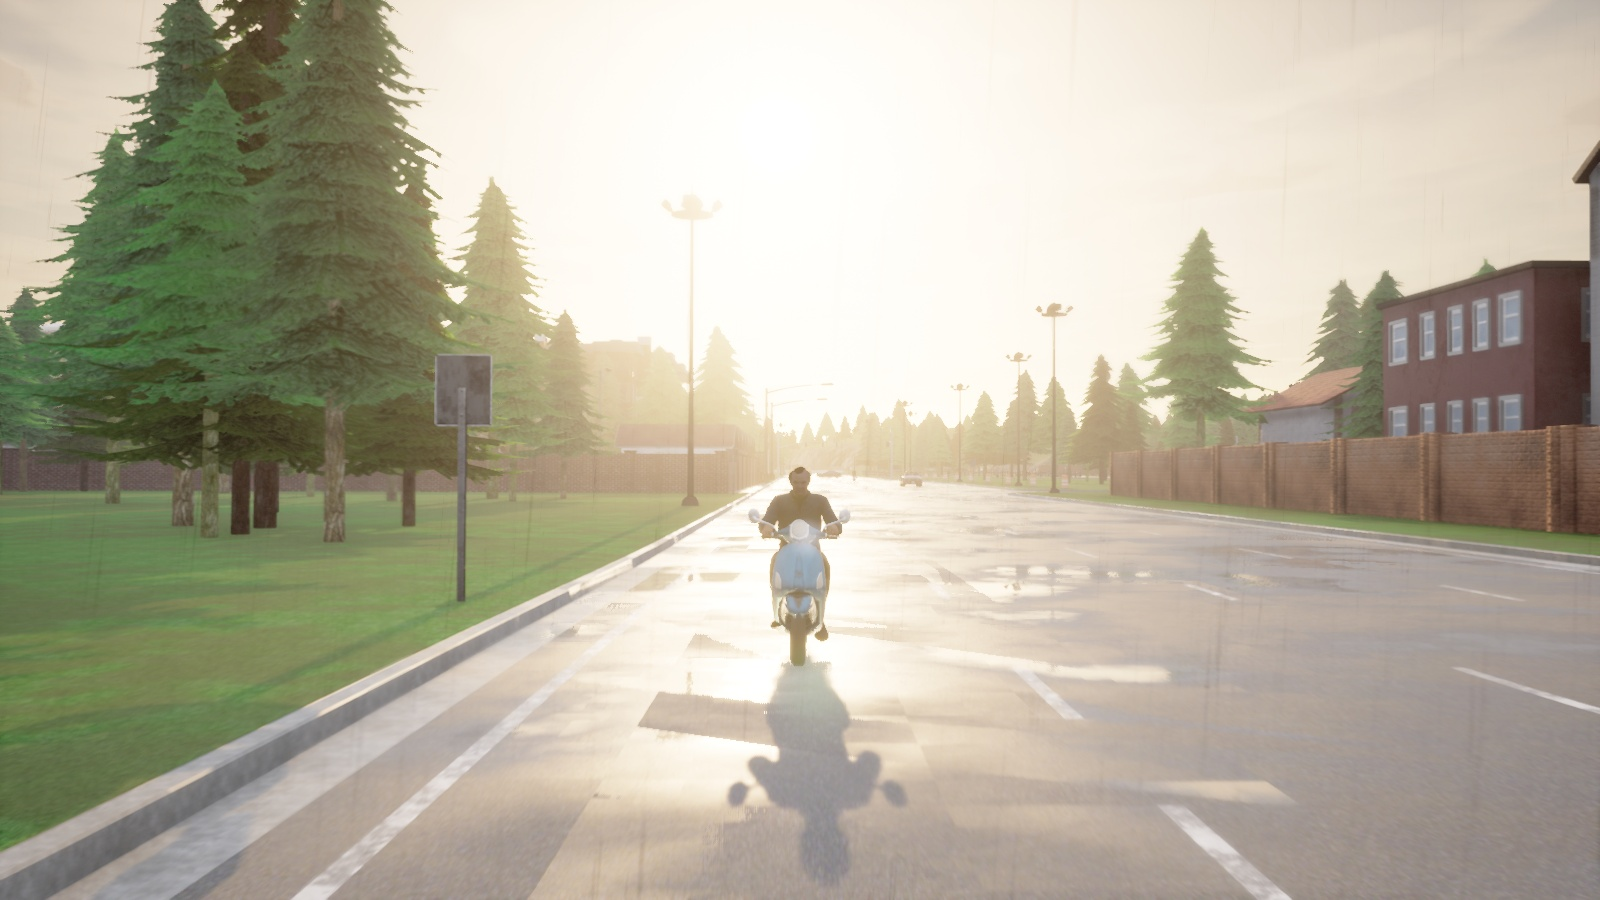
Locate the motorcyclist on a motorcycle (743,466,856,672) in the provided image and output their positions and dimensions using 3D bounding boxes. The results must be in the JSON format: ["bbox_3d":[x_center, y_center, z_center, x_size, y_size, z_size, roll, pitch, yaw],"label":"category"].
[{"bbox_3d":[0.000,0.930,10.594,0.866,1.590,1.817,0,-1,0],"label":"motorcyclist on a motorcycle"}]
